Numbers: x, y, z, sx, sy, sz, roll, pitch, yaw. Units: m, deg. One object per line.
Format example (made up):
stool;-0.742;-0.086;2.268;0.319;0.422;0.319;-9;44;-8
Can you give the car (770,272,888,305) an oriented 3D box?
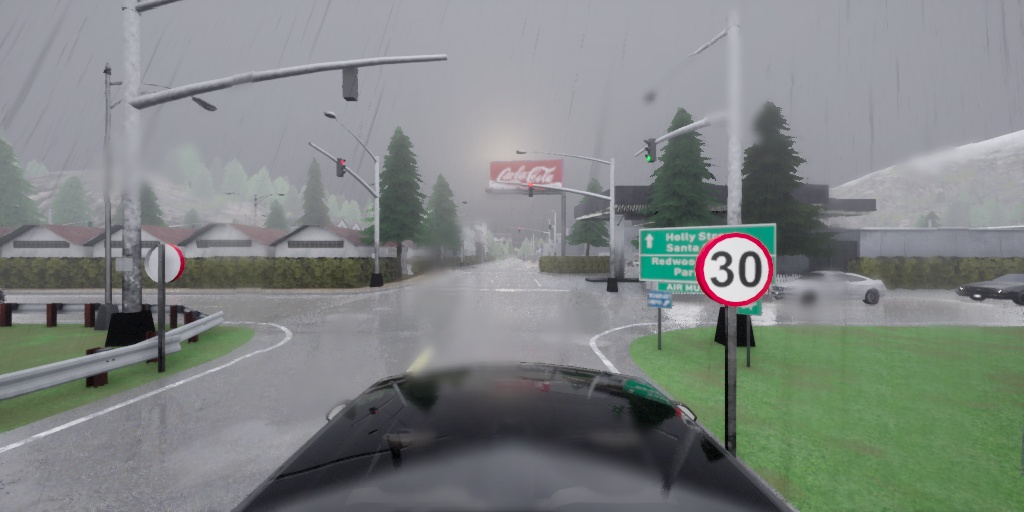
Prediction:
car;14.858;1.467;16.924;4.674;1.442;1.812;0;0;0

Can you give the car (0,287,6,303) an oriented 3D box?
car;-22.818;1.419;13.829;5.008;1.535;1.882;0;0;1

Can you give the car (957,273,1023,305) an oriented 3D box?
car;24.513;1.489;16.797;5.357;1.411;2.033;0;0;1
